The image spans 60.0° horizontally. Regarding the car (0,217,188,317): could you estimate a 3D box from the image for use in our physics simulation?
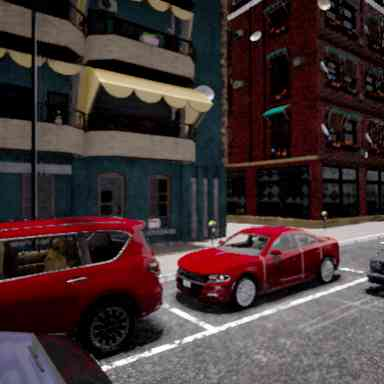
[{"bbox_3d":[-2.772,1.368,4.546,5.009,1.841,2.192,-1,1,-36],"label":"car"}]

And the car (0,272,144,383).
[{"bbox_3d":[-2.414,1.611,1.607,4.181,1.385,1.994,-1,0,-37],"label":"car"}]

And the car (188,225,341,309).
[{"bbox_3d":[1.711,1.521,7.859,4.507,1.381,1.887,-1,1,-36],"label":"car"}]

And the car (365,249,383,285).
[{"bbox_3d":[6.356,1.445,8.089,5.357,1.411,2.033,-1,0,-37],"label":"car"}]
